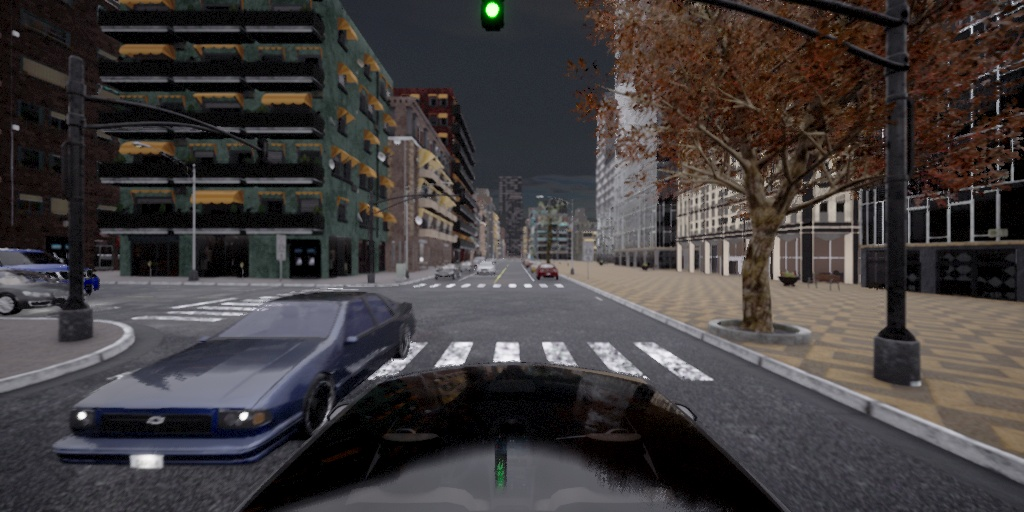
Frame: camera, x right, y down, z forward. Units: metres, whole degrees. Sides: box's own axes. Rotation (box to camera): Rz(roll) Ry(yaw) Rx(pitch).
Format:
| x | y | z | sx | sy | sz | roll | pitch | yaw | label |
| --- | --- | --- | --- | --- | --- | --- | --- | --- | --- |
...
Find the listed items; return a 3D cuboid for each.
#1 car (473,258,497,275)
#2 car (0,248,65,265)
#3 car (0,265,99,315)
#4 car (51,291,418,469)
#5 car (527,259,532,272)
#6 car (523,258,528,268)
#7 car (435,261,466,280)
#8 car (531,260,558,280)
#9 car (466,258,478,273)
| x | y | z | sx | sy | sz | roll | pitch | yaw | label |
| --- | --- | --- | --- | --- | --- | --- | --- | --- | --- |
| -2.696 | 1.272 | 38.024 | 1.812 | 1.442 | 4.674 | 0 | 0 | 0 | car |
| -19.794 | 0.703 | 14.023 | 5.566 | 2.045 | 2.150 | 1 | 0 | 0 | car |
| -16.357 | 1.080 | 11.440 | 4.403 | 1.370 | 2.007 | 0 | 0 | 0 | car |
| -2.971 | 1.294 | 5.598 | 2.033 | 1.411 | 5.357 | 0 | 0 | 0 | car |
| 3.027 | 1.265 | 41.928 | 1.751 | 1.417 | 4.829 | 0 | 0 | 0 | car |
| 3.166 | 1.328 | 58.355 | 1.802 | 1.307 | 4.207 | 0 | 0 | 0 | car |
| -5.448 | 1.287 | 30.764 | 2.007 | 1.370 | 4.403 | 0 | 0 | 0 | car |
| 2.932 | 1.283 | 30.693 | 1.888 | 1.381 | 4.507 | 0 | 0 | 0 | car |
| -5.355 | 1.288 | 41.830 | 2.007 | 1.370 | 4.403 | 0 | 0 | 0 | car |
